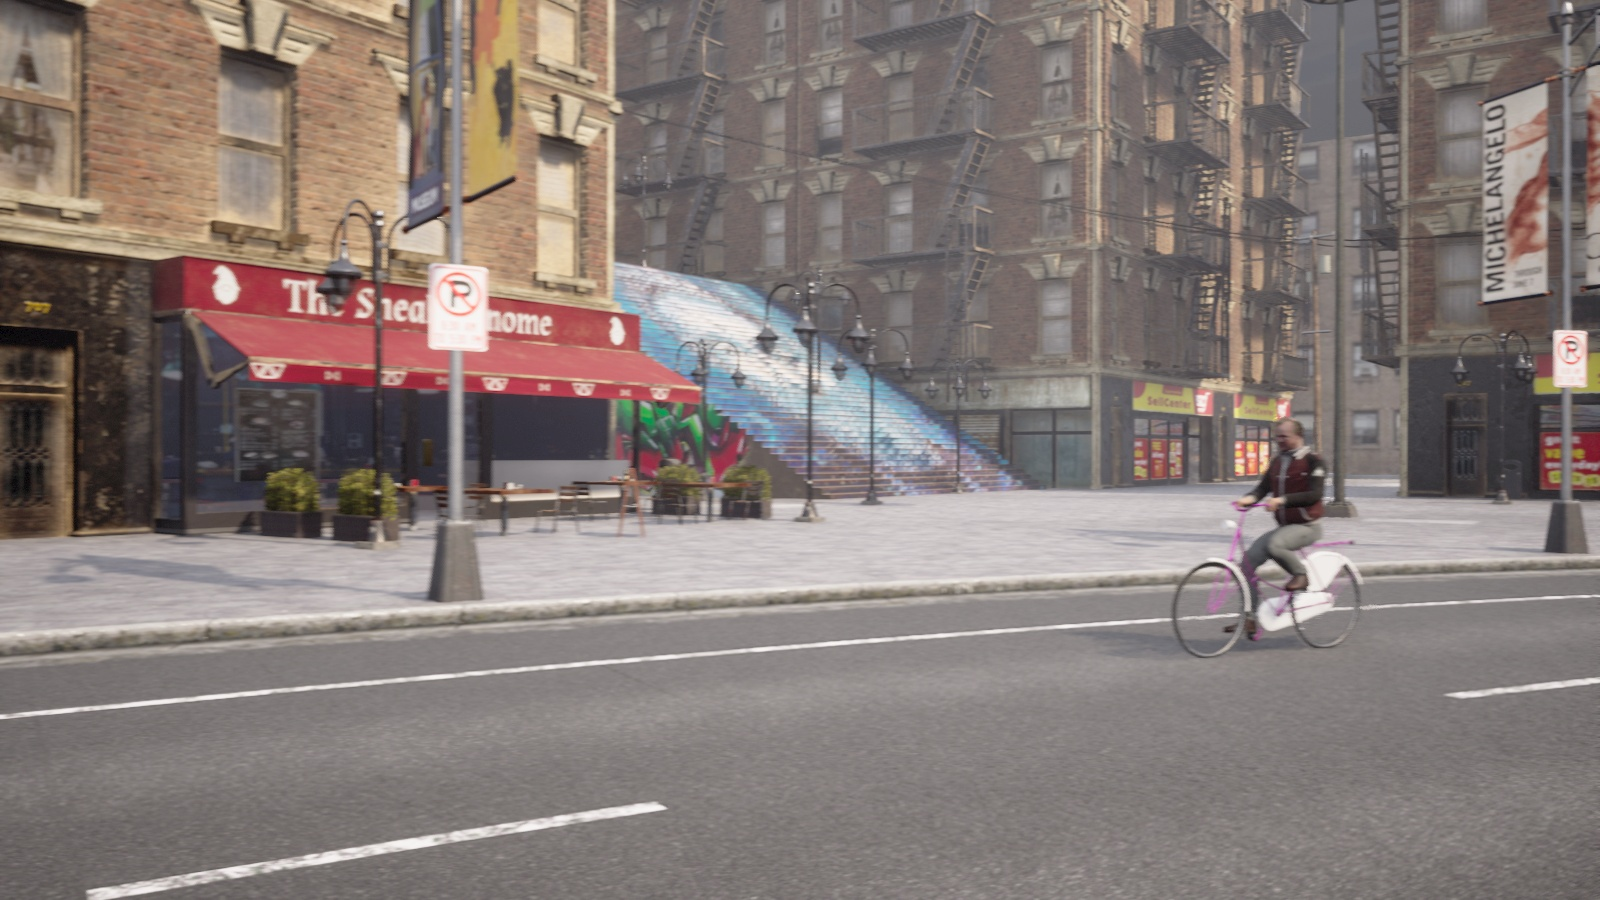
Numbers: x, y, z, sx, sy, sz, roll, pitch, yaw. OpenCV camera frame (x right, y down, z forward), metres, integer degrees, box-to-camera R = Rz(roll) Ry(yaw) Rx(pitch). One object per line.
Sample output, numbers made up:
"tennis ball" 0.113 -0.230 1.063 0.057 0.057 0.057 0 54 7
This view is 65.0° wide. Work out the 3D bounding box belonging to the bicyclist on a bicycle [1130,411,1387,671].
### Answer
"bicyclist on a bicycle" 3.394 0.626 9.277 1.843 1.776 0.659 0 0 -24
